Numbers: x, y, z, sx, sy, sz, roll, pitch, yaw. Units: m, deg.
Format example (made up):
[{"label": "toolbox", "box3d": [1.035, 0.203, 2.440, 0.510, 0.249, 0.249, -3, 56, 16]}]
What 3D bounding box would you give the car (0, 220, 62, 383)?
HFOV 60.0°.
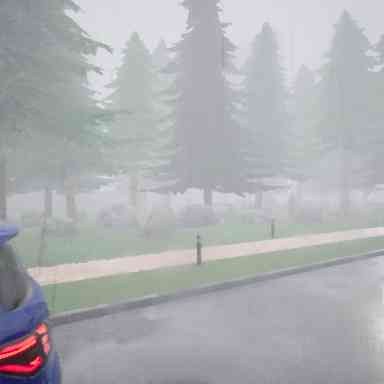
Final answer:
[{"label": "car", "box3d": [-3.572, 1.222, 1.516, 5.566, 2.045, 2.150, 0, 0, -34]}]
